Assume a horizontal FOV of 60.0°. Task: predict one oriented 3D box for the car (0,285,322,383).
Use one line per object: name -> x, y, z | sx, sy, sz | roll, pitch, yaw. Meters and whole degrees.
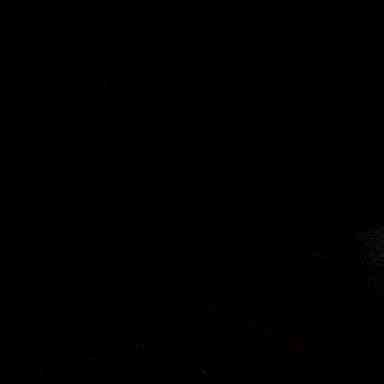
car -> -1.153, 1.603, 2.557 | 4.718, 1.301, 1.895 | 0, 0, -36
